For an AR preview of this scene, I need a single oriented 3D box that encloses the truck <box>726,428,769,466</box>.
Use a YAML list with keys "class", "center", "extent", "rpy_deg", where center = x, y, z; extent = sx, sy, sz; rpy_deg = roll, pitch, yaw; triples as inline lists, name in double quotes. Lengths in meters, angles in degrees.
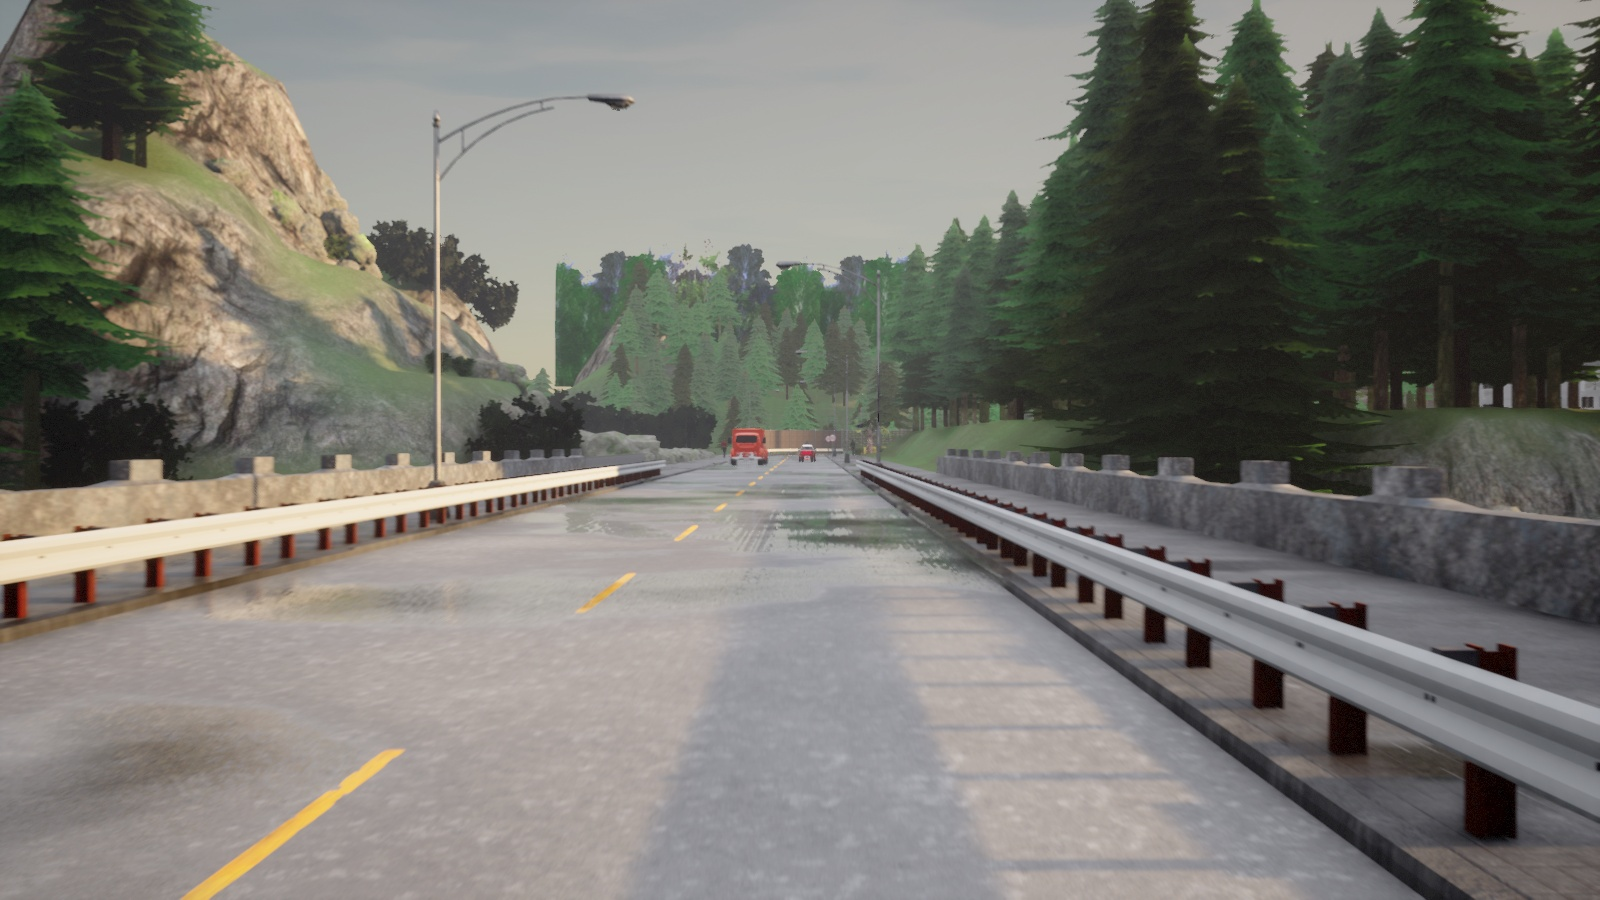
- class: "truck"
  center: [-3.509, -0.211, 84.599]
  extent: [2.627, 2.467, 5.204]
  rpy_deg: [0, 0, 0]
